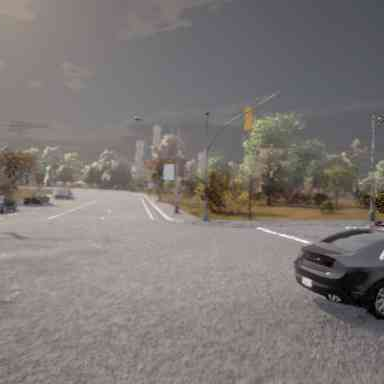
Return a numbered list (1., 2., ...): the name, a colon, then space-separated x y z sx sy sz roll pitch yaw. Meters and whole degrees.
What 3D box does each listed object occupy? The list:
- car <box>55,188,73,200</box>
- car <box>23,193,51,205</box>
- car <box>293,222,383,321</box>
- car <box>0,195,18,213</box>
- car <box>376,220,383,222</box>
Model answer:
1. car: -20.231 0.242 52.667 2.097 1.767 4.553 1 1 -9
2. car: -17.813 0.821 38.256 1.895 1.301 4.718 1 1 -10
3. car: 4.572 1.525 6.961 4.892 1.490 1.837 1 1 -13
4. car: -15.923 0.951 27.329 1.994 1.385 4.181 1 1 -9
5. car: 10.599 1.603 15.648 4.181 1.385 1.994 1 1 -13
